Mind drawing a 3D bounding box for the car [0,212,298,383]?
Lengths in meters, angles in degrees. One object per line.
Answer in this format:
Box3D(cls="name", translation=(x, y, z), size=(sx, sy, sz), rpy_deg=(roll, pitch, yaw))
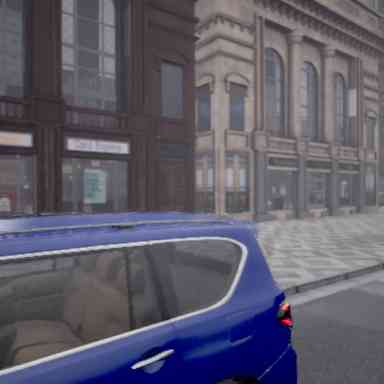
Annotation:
Box3D(cls="car", translation=(-1.659, 1.223, 2.198), size=(5.566, 2.045, 2.150), rpy_deg=(0, 0, -36))
